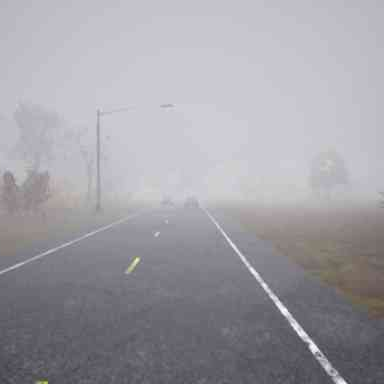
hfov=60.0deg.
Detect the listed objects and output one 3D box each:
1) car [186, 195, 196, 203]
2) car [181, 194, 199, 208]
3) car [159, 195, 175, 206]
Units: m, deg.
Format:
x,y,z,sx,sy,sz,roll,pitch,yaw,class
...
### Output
x,y,z,sx,sy,sz,roll,pitch,yaw,class
-0.160,1.281,63.153,1.837,1.490,4.892,0,0,0,car
-0.083,1.345,45.195,2.128,1.511,4.902,0,0,0,car
-3.771,1.187,50.589,2.097,1.767,4.553,0,0,0,car
